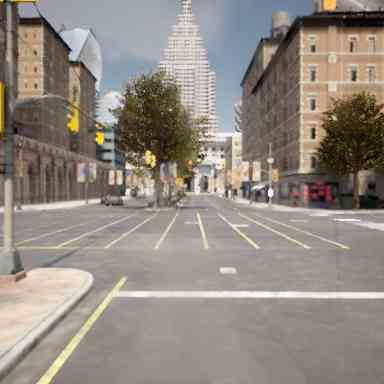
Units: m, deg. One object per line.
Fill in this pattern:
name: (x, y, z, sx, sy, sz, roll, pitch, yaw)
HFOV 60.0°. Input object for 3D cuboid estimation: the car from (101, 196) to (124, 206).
car: (-11.385, 1.368, 49.304, 2.033, 1.411, 5.357, 0, 0, 0)

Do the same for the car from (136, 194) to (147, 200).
car: (-11.325, 1.146, 74.685, 1.994, 1.385, 4.181, 0, 0, 0)
